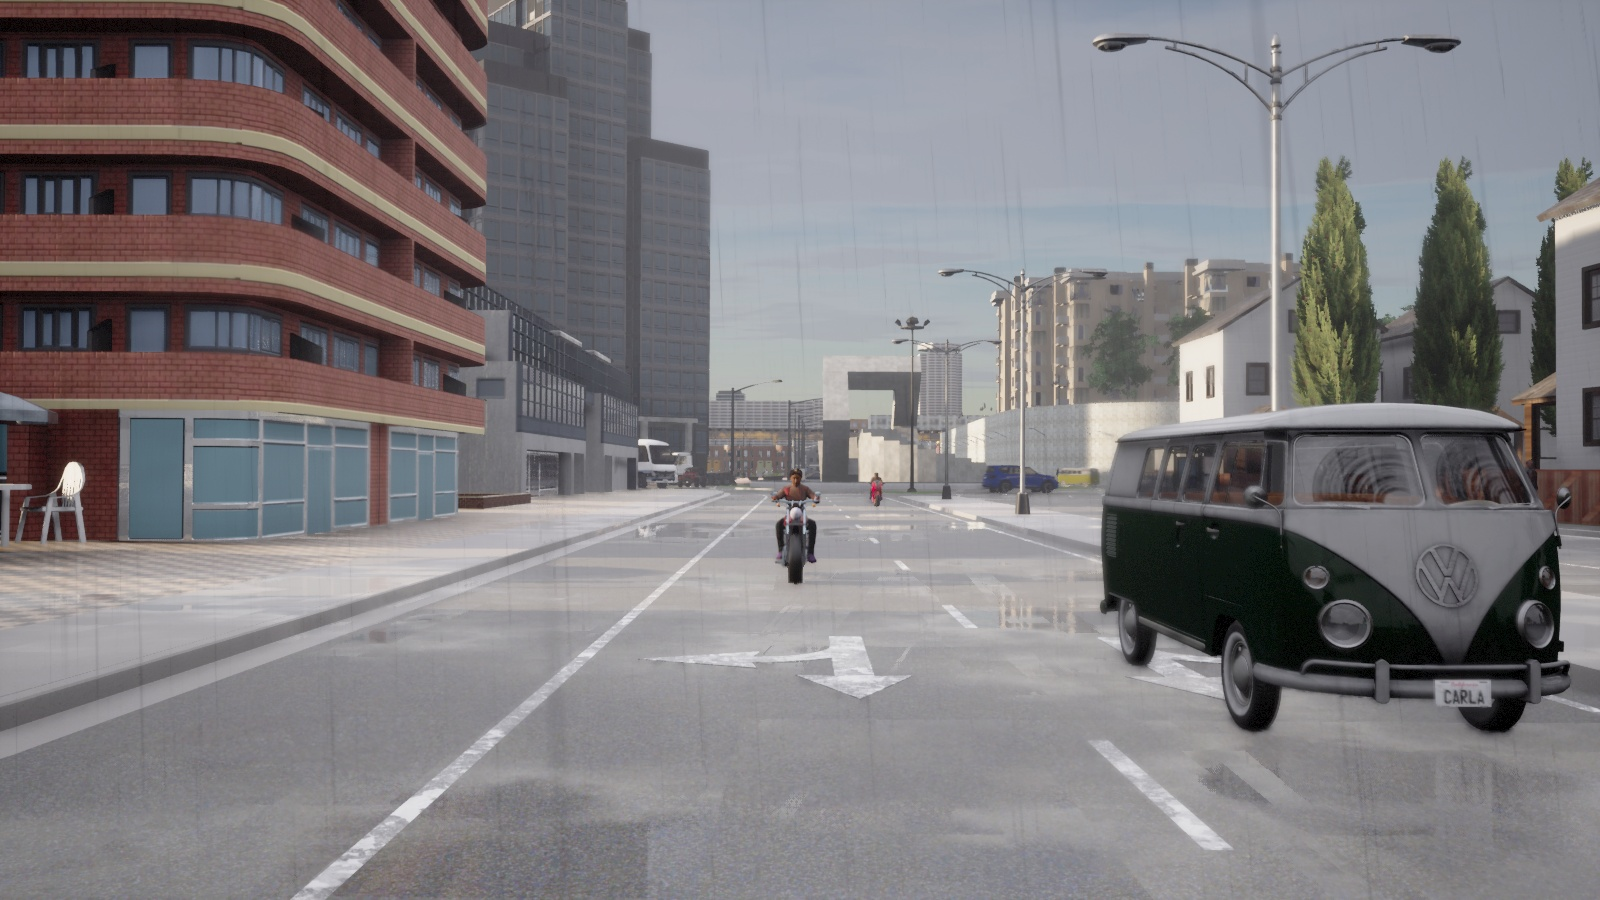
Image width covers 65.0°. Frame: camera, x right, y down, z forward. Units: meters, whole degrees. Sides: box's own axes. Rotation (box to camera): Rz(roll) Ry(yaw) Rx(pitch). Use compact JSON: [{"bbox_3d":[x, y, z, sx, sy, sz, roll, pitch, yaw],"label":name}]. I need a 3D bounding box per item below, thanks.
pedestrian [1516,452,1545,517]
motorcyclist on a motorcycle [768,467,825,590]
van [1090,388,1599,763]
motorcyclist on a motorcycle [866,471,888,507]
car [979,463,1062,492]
[{"bbox_3d":[21.091,0.993,36.265,0.376,1.854,0.720,0,-1,0],"label":"pedestrian"},{"bbox_3d":[-0.050,1.068,18.092,0.766,1.649,2.350,0,-1,0],"label":"motorcyclist on a motorcycle"},{"bbox_3d":[3.474,0.701,8.916,1.775,1.987,4.442,0,-1,0],"label":"van"},{"bbox_3d":[3.352,1.700,54.701,0.797,1.523,2.044,0,-1,0],"label":"motorcyclist on a motorcycle"},{"bbox_3d":[16.106,2.006,91.771,5.566,2.045,2.150,0,-1,-14],"label":"car"}]
